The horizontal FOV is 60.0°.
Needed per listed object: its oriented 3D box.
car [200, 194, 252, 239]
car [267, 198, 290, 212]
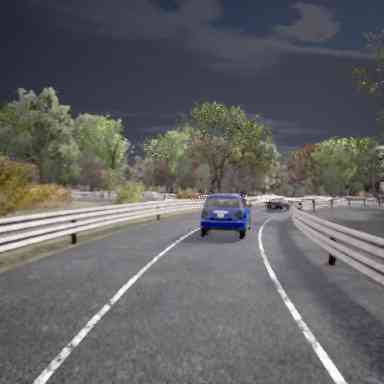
[{"bbox_3d":[1.890,1.153,17.459,2.150,2.045,5.566,1,0,13],"label":"car"},{"bbox_3d":[10.507,1.513,40.207,1.882,1.535,5.008,1,0,29],"label":"car"}]
